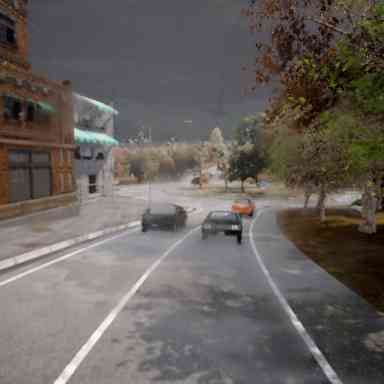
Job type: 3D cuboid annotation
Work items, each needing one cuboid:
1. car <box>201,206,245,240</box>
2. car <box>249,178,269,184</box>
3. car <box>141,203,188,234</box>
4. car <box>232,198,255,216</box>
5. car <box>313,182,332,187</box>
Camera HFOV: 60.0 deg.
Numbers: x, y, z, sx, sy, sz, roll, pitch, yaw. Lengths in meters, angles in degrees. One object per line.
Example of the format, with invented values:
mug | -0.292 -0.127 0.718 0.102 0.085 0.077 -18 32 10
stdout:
car | 1.660 1.617 17.209 1.895 1.301 4.718 1 0 9
car | 16.366 -2.579 82.848 4.181 1.385 1.994 2 6 19
car | -1.478 1.437 19.421 1.882 1.535 5.008 1 0 10
car | 5.245 1.390 33.824 2.097 1.767 4.553 2 2 14
car | 27.285 -1.618 72.102 1.882 1.535 5.008 -2 6 -23
